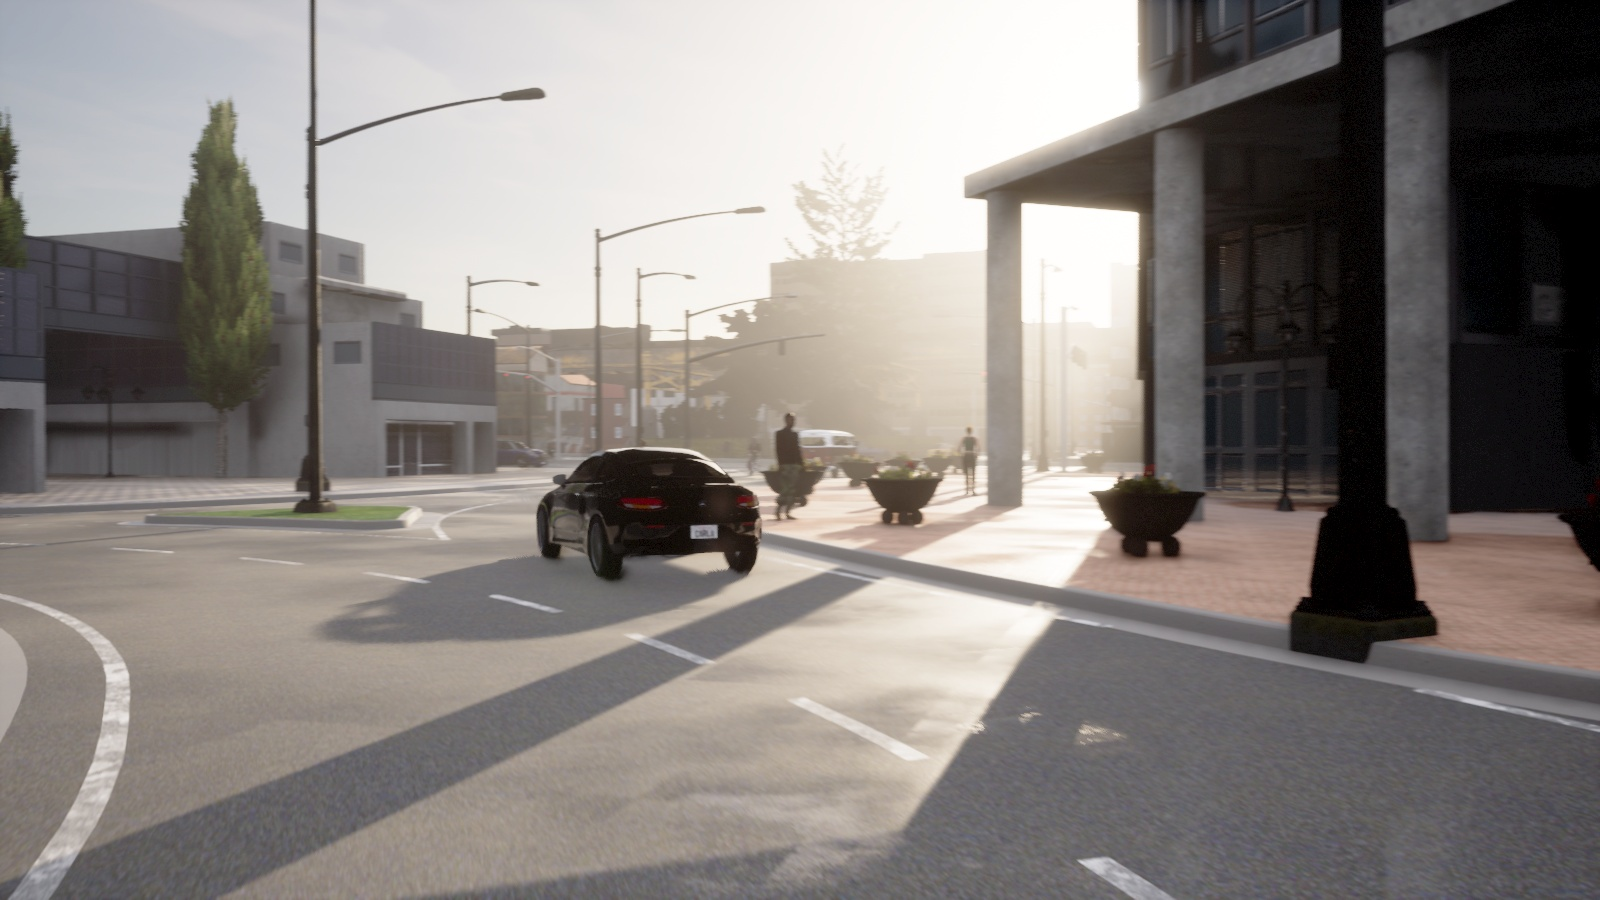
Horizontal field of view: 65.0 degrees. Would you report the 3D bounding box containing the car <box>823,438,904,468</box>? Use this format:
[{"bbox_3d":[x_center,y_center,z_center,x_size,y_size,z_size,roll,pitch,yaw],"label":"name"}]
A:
[{"bbox_3d":[3.902,0.167,77.572,4.553,1.767,2.097,0,0,-25],"label":"car"}]

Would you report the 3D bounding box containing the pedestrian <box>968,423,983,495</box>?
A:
[{"bbox_3d":[4.527,0.235,32.332,0.345,1.836,0.594,0,0,11],"label":"pedestrian"}]

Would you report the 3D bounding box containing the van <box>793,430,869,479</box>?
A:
[{"bbox_3d":[1.386,0.159,54.336,2.069,2.038,4.480,0,0,18],"label":"van"}]

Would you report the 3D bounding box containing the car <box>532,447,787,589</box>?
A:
[{"bbox_3d":[-1.897,0.688,15.382,1.812,1.442,4.674,0,0,-23],"label":"car"}]

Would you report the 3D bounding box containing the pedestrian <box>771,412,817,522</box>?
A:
[{"bbox_3d":[-0.104,0.278,21.363,0.431,1.840,0.703,0,0,-39],"label":"pedestrian"}]

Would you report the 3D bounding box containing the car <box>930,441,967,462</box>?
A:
[{"bbox_3d":[11.517,0.117,97.116,1.801,1.575,5.366,0,0,18],"label":"car"}]

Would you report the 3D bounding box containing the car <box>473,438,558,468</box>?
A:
[{"bbox_3d":[-17.048,0.155,75.233,4.553,1.767,2.097,0,0,17],"label":"car"}]
